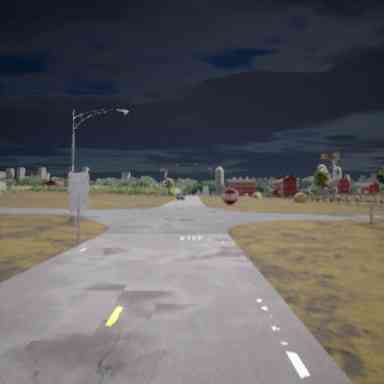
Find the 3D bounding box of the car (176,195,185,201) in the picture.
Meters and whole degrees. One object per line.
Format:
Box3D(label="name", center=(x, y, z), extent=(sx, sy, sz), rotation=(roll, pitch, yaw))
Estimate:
Box3D(label="car", center=(-2.534, 1.346, 74.119), extent=(1.895, 1.301, 4.718), rotation=(0, 0, 0))
